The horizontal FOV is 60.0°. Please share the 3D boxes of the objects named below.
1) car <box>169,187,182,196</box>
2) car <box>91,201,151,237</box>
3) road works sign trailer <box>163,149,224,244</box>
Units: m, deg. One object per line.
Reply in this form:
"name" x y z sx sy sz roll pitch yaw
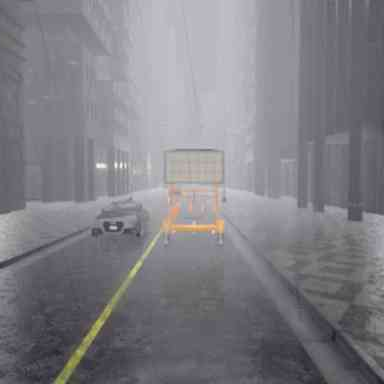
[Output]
"car" -2.746 -0.130 55.560 1.994 1.385 4.181 0 2 1
"car" -3.015 1.121 14.748 1.994 1.385 4.181 0 2 0
"road works sign trailer" 0.087 0.059 13.530 2.380 3.560 2.880 0 2 1
